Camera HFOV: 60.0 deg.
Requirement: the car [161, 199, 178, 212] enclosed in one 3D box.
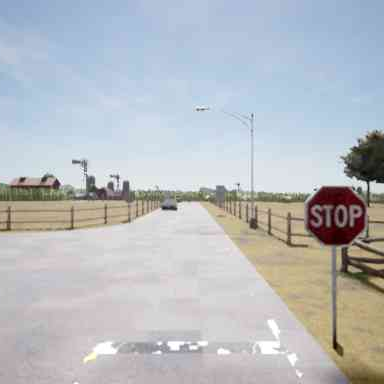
[{"bbox_3d":[-2.781,1.621,41.756,1.882,1.535,5.008,0,0,0],"label":"car"}]
